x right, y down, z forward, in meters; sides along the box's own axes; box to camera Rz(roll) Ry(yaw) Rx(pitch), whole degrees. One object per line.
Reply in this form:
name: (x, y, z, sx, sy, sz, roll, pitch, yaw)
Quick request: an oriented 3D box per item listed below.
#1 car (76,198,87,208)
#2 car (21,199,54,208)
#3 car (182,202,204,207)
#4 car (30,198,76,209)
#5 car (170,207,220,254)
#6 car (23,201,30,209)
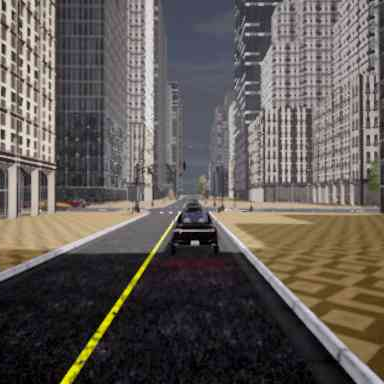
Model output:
car: (-19.194, 1.747, 53.861, 4.097, 1.590, 1.967, 0, -1, -1)
car: (-24.872, 1.824, 53.738, 4.403, 1.369, 2.008, 0, -1, -1)
car: (0.107, 1.734, 31.859, 1.837, 1.490, 4.892, 0, -1, 0)
car: (-18.886, 1.740, 45.225, 4.829, 1.417, 1.752, 0, -1, -1)
car: (0.103, 1.593, 14.072, 2.128, 1.511, 4.902, 0, -1, 0)
car: (-24.733, 1.495, 45.164, 5.009, 1.841, 2.192, 0, -1, -1)
